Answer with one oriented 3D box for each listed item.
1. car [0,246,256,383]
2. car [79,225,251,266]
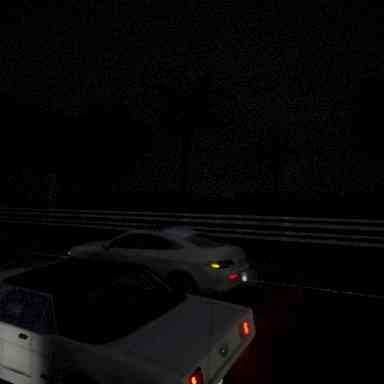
[{"bbox_3d":[-1.714,1.599,4.327,4.718,1.301,1.895,0,0,28],"label":"car"},{"bbox_3d":[-0.959,1.525,7.886,4.674,1.442,1.812,0,0,28],"label":"car"}]
